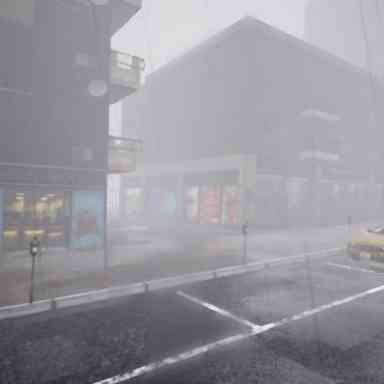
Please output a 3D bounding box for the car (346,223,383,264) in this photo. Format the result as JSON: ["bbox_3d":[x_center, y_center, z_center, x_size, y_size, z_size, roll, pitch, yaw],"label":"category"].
[{"bbox_3d":[6.994,1.530,11.058,4.829,1.417,1.752,0,2,-35],"label":"car"}]
